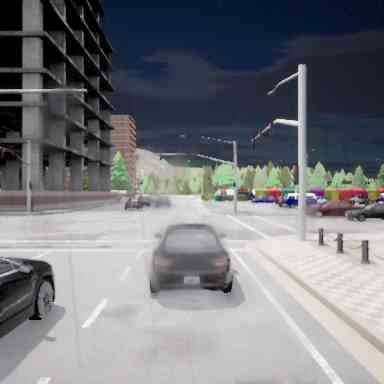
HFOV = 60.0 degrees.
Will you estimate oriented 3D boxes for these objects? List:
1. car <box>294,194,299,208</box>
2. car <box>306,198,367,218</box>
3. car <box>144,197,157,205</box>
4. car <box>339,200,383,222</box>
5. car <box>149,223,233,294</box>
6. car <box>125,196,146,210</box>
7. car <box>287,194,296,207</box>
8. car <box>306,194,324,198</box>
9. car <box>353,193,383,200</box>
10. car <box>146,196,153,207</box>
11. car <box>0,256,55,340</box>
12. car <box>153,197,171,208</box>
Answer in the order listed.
[{"bbox_3d":[20.770,1.568,59.164,3.905,1.438,1.784,0,0,0],"label":"car"},{"bbox_3d":[12.984,1.611,30.766,5.008,1.535,1.882,0,0,-1],"label":"car"},{"bbox_3d":[-8.162,1.767,65.789,1.895,1.301,4.718,0,0,0],"label":"car"},{"bbox_3d":[14.976,1.650,27.263,4.674,1.442,1.812,0,0,-1],"label":"car"},{"bbox_3d":[-0.040,1.548,8.764,1.812,1.442,4.674,0,0,-1],"label":"car"},{"bbox_3d":[-7.964,1.641,45.607,1.812,1.442,4.674,0,0,0],"label":"car"},{"bbox_3d":[20.705,1.365,61.847,4.605,1.855,1.932,0,0,0],"label":"car"},{"bbox_3d":[20.785,1.593,56.269,3.806,1.475,1.970,0,0,0],"label":"car"},{"bbox_3d":[35.735,1.379,67.481,4.605,1.855,1.932,0,0,0],"label":"car"},{"bbox_3d":[-8.084,1.493,55.686,2.097,1.767,4.553,0,0,0],"label":"car"},{"bbox_3d":[-3.491,1.504,4.412,2.128,1.511,4.902,0,0,0],"label":"car"},{"bbox_3d":[-4.351,1.482,51.634,2.097,1.767,4.553,0,0,-1],"label":"car"}]
